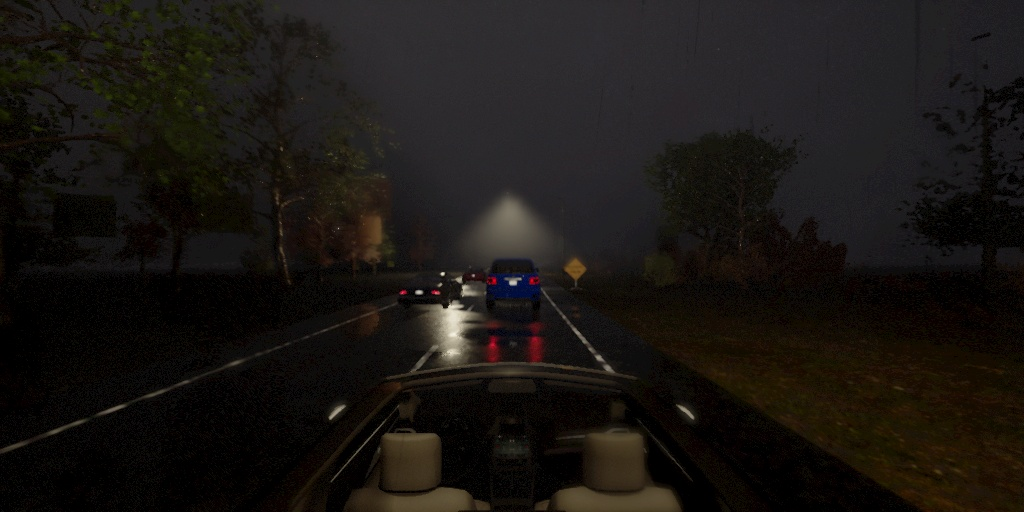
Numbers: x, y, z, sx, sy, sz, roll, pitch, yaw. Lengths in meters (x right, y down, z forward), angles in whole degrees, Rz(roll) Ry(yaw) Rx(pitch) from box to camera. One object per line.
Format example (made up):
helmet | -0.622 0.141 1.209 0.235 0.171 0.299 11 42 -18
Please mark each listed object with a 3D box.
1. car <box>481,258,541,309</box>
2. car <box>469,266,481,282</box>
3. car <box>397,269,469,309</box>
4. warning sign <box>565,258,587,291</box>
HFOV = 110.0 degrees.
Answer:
car | 0.078 1.100 15.805 2.150 2.045 5.566 0 0 1
car | -3.080 1.593 31.181 1.994 1.385 4.181 0 0 2
car | -3.421 1.431 15.839 2.033 1.411 5.357 0 -1 1
warning sign | 3.708 1.045 20.753 1.300 1.860 1.060 0 0 1
